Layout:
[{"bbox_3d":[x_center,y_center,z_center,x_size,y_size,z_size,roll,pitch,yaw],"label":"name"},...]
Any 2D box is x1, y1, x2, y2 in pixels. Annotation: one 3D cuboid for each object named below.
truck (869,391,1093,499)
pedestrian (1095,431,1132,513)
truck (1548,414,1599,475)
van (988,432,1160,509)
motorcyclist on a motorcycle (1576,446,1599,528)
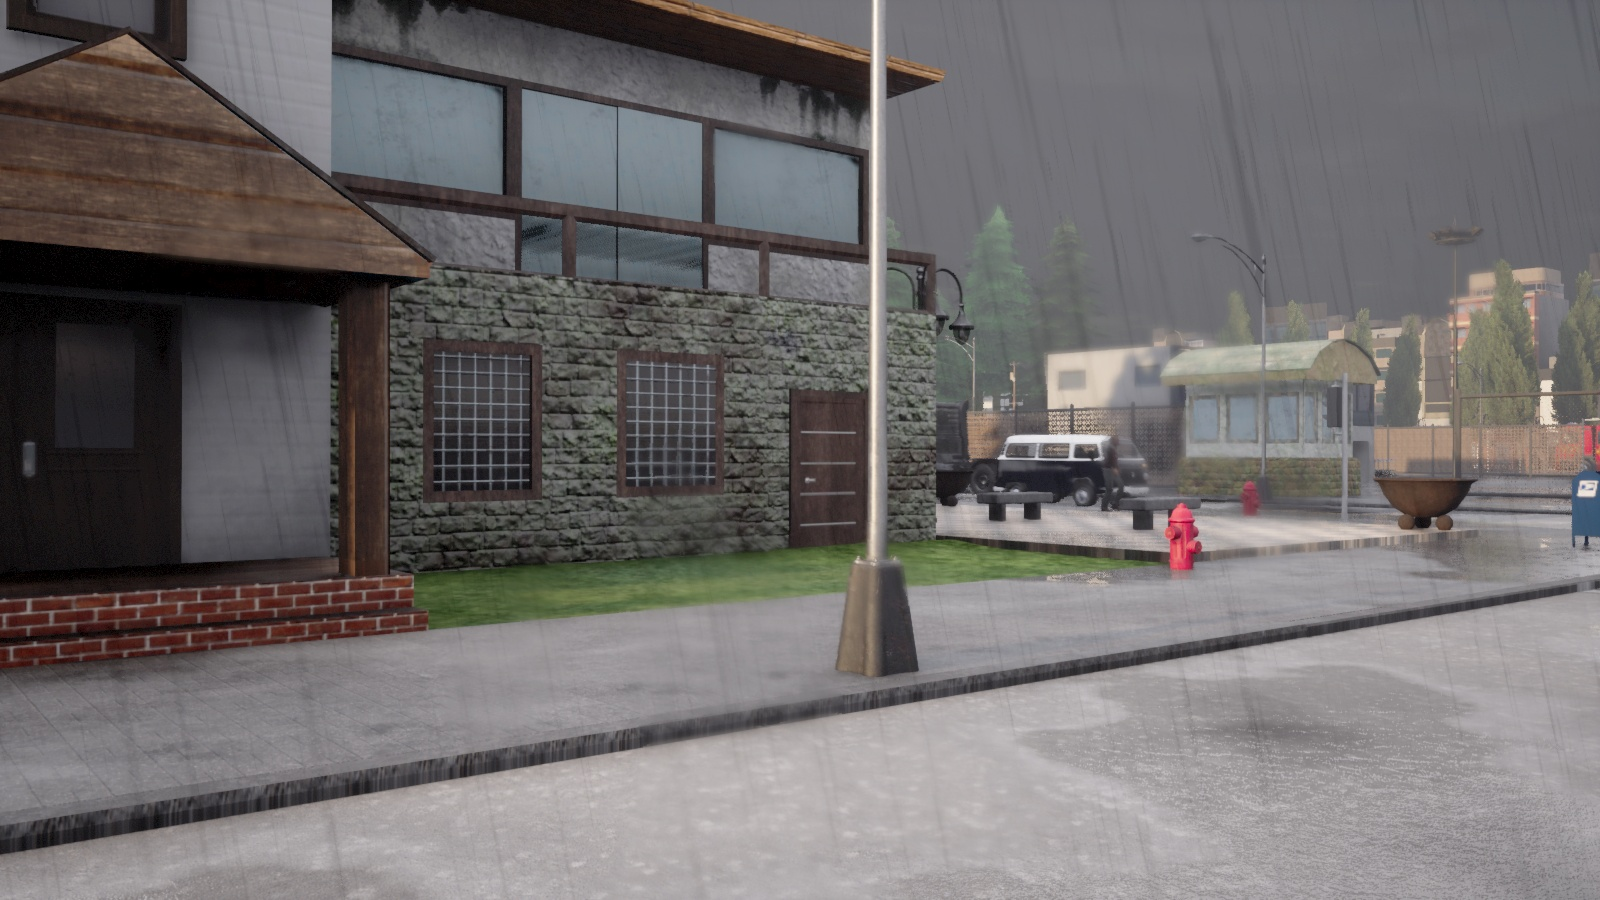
[{"bbox_3d":[6.152,-0.142,44.007,2.891,3.462,7.936,0,0,-38],"label":"truck"},{"bbox_3d":[7.174,0.503,28.752,0.720,1.854,0.376,0,0,41],"label":"pedestrian"},{"bbox_3d":[52.102,-0.338,78.686,2.891,3.827,8.468,0,0,-39],"label":"truck"},{"bbox_3d":[7.692,0.539,35.589,2.069,2.038,4.480,0,0,-38],"label":"van"},{"bbox_3d":[16.352,0.724,24.533,0.866,1.590,1.817,-1,0,-36],"label":"motorcyclist on a motorcycle"}]
